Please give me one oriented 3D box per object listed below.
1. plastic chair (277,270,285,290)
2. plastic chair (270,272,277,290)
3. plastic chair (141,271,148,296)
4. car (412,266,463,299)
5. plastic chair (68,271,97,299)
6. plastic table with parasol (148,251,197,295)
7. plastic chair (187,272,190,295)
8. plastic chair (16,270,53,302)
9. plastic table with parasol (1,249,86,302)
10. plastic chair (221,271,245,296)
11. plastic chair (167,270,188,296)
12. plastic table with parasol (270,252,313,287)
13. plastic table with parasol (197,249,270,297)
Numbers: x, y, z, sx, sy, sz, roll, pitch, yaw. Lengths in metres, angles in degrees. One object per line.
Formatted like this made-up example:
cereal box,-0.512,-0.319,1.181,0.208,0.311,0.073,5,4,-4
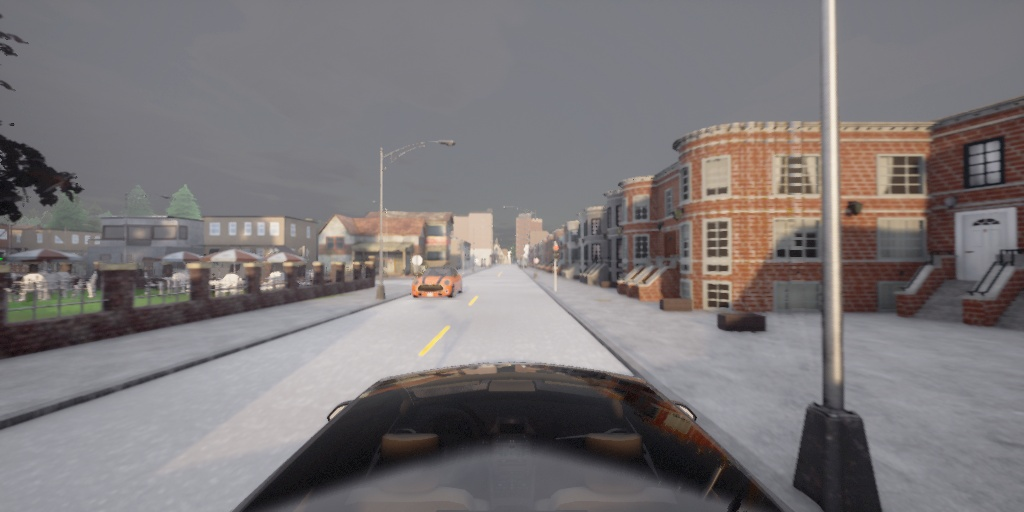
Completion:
plastic chair,-13.346,1.607,21.045,0.750,1.272,0.730,0,0,-40
plastic chair,-12.615,1.532,18.320,0.730,1.272,0.750,0,0,-40
plastic chair,-20.313,1.560,20.337,0.730,1.272,0.750,0,0,-40
car,-4.044,1.357,20.051,2.097,1.767,4.553,0,-1,1
plastic chair,-21.242,1.510,17.817,0.730,1.272,0.750,0,0,-40
plastic table with parasol,-19.314,0.973,21.069,2.482,2.480,2.482,0,0,-40
plastic chair,-14.642,1.485,16.844,0.730,1.272,0.750,0,0,-40
plastic chair,-21.568,1.416,16.204,0.750,1.272,0.730,0,0,-42
plastic table with parasol,-22.282,0.885,17.085,2.482,2.480,2.482,0,0,-42
plastic chair,-12.909,1.492,16.570,0.750,1.272,0.730,0,0,-40
plastic chair,-18.577,1.566,20.048,0.750,1.272,0.730,0,0,-40
plastic table with parasol,-14.083,1.018,22.066,2.482,2.480,2.482,0,0,-40
plastic table with parasol,-13.646,0.920,17.576,2.482,2.480,2.482,0,0,-40
